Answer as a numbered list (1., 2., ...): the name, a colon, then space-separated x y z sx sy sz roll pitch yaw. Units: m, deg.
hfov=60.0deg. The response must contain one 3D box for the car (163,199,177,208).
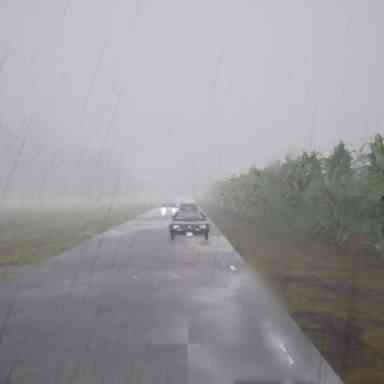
1. car: -3.348 1.651 50.248 1.895 1.301 4.718 0 0 0

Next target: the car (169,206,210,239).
1. car: -0.132 1.612 17.296 1.895 1.301 4.718 0 0 -1

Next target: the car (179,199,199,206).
1. car: -0.315 1.507 35.533 1.882 1.535 5.008 0 0 0
